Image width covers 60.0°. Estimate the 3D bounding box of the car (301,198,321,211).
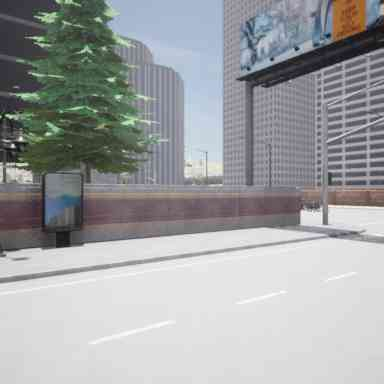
[{"bbox_3d":[13.203,1.504,40.539,1.837,1.490,4.892,0,0,-35],"label":"car"}]
